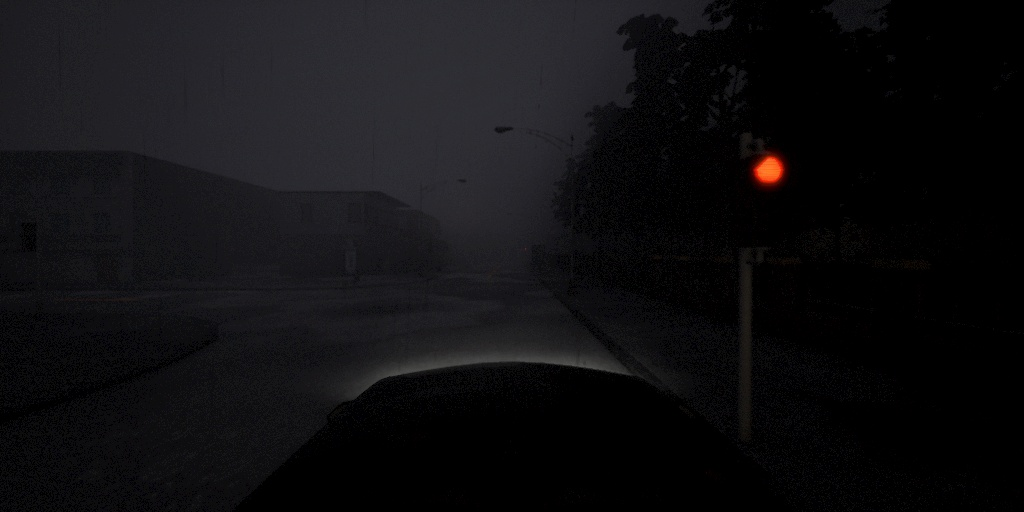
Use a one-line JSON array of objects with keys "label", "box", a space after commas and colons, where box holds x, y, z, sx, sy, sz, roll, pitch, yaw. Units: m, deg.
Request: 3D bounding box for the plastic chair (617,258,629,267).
[{"label": "plastic chair", "box": [16.006, 0.926, 51.600, 0.750, 1.272, 0.730, 0, 0, -40]}]

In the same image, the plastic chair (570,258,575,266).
[{"label": "plastic chair", "box": [8.978, 0.924, 54.435, 0.730, 1.272, 0.750, 0, 0, -35]}]

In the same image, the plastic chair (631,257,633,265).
[{"label": "plastic chair", "box": [18.625, 0.757, 56.047, 0.750, 1.272, 0.730, 0, 0, -39]}]

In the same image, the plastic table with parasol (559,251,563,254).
[{"label": "plastic table with parasol", "box": [10.659, 0.243, 63.776, 2.482, 2.480, 2.482, 0, 0, -40]}]

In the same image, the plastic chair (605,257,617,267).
[{"label": "plastic chair", "box": [14.299, 0.935, 51.696, 0.730, 1.272, 0.750, 0, 0, -35]}]

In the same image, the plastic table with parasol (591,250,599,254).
[{"label": "plastic table with parasol", "box": [14.647, 0.234, 60.811, 2.482, 2.480, 2.482, 0, 0, -42]}]

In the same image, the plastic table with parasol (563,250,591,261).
[{"label": "plastic table with parasol", "box": [9.952, 0.286, 55.335, 2.482, 2.480, 2.482, 0, 0, -40]}]

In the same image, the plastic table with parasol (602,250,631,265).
[{"label": "plastic table with parasol", "box": [15.272, 0.316, 52.598, 2.482, 2.480, 2.482, 0, 0, -40]}]
